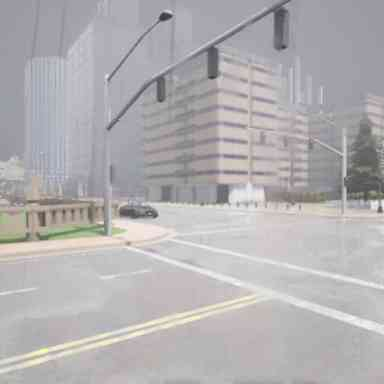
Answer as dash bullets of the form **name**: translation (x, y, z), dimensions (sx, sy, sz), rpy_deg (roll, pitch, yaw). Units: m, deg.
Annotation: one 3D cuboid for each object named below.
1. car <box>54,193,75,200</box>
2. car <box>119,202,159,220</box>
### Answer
- **car**: translation (-18.036, 1.187, 47.032), dimensions (2.150, 2.045, 5.566), rpy_deg (0, 0, -35)
- **car**: translation (-4.491, 1.529, 27.957), dimensions (1.994, 1.385, 4.181), rpy_deg (0, 0, -35)
